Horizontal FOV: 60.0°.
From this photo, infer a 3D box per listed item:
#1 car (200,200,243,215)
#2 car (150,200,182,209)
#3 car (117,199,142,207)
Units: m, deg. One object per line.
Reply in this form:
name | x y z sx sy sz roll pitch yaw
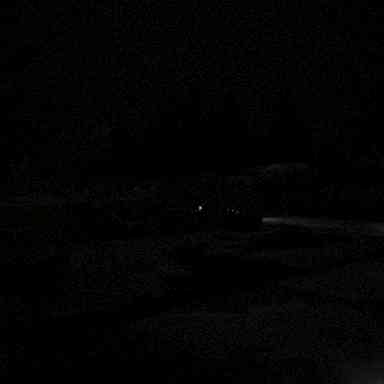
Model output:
car | 2.653 1.536 31.111 1.837 1.490 4.892 0 0 -35
car | -3.116 1.633 39.217 1.895 1.301 4.718 0 0 -35
car | -8.930 1.633 47.417 1.895 1.301 4.718 0 0 -35
